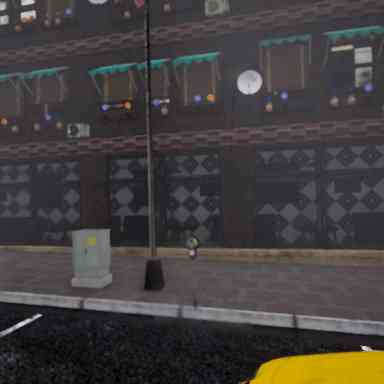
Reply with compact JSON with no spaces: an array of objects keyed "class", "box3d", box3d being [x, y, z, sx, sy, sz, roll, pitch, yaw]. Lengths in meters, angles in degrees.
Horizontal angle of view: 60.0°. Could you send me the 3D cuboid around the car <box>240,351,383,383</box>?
[{"class":"car","box3d":[2.790,1.458,1.690,5.366,1.575,1.801,0,0,14]}]
